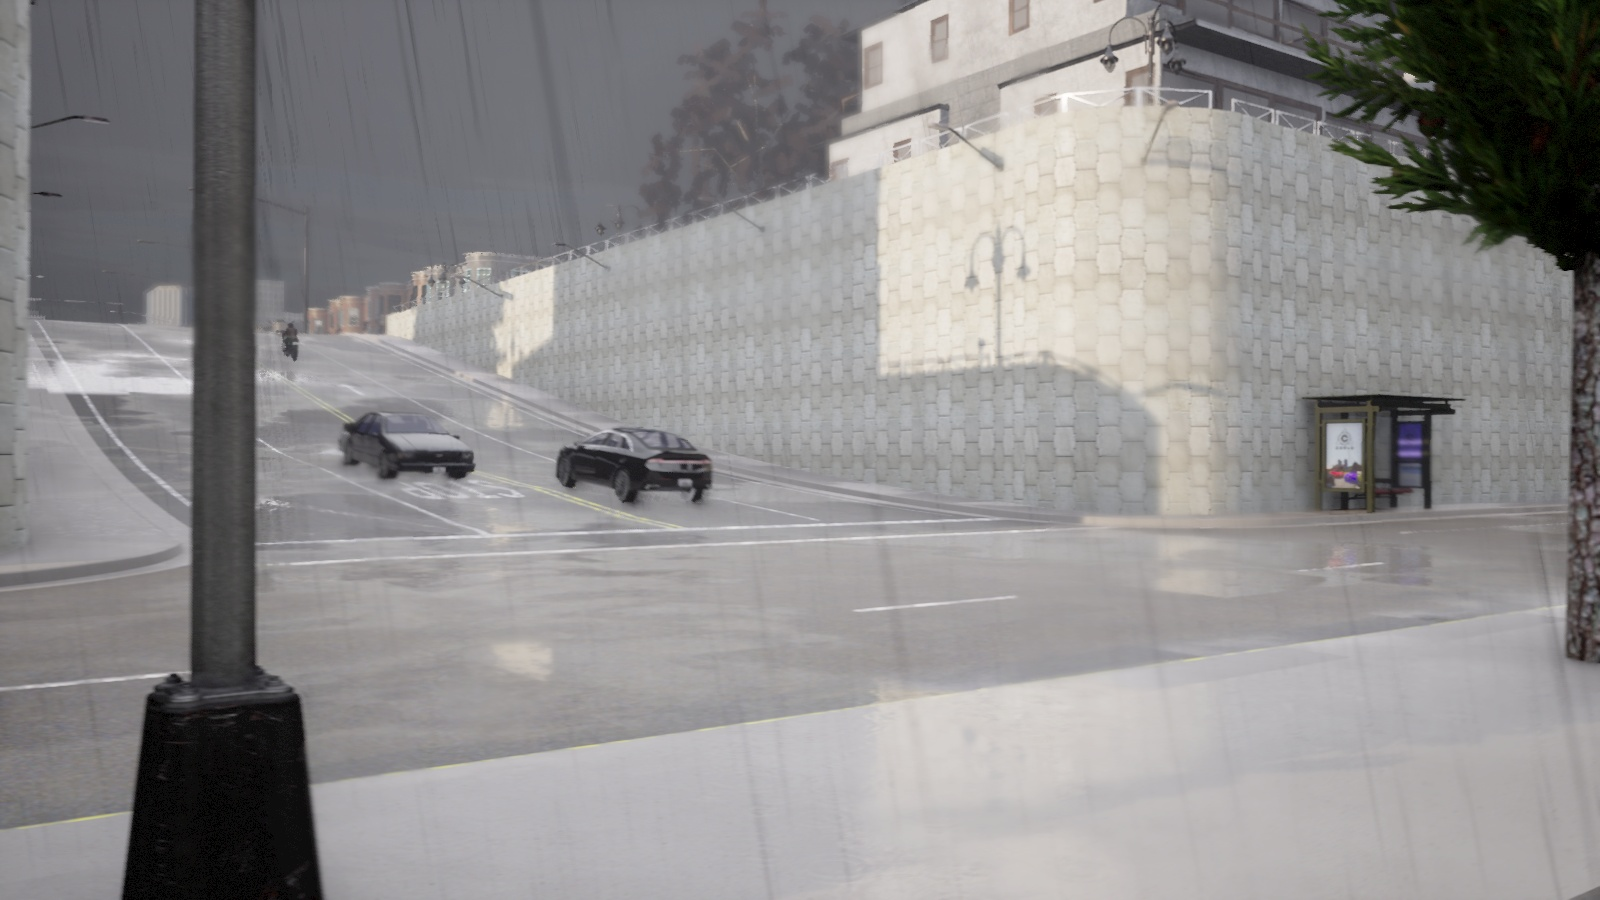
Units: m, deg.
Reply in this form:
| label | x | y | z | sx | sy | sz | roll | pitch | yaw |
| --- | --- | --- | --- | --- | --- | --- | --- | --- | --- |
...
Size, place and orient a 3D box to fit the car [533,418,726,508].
| label | x | y | z | sx | sy | sz | roll | pitch | yaw |
| --- | --- | --- | --- | --- | --- | --- | --- | --- | --- |
| car | -3.880 | 0.221 | 27.747 | 2.128 | 1.511 | 4.902 | 1 | 4 | -35 |

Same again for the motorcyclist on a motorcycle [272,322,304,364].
| label | x | y | z | sx | sy | sz | roll | pitch | yaw |
| --- | --- | --- | --- | --- | --- | --- | --- | --- | --- |
| motorcyclist on a motorcycle | -22.055 | -4.614 | 54.044 | 0.797 | 1.523 | 2.044 | 0 | 11 | -35 |

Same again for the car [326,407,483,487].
| label | x | y | z | sx | sy | sz | roll | pitch | yaw |
| --- | --- | --- | --- | --- | --- | --- | --- | --- | --- |
| car | -9.486 | -0.136 | 29.771 | 2.033 | 1.411 | 5.357 | 0 | 5 | -35 |
